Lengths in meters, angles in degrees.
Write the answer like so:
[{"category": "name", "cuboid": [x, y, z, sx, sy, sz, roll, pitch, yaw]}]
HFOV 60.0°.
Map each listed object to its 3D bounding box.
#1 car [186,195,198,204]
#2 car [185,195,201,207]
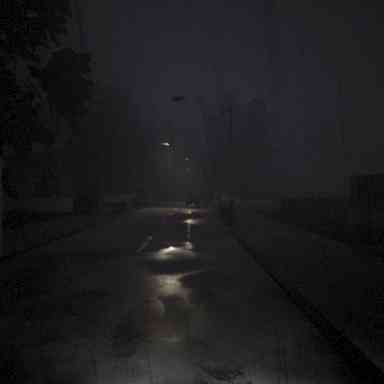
[{"category": "car", "cuboid": [-0.004, 1.203, 55.806, 2.033, 1.411, 5.357, 0, 0, 0]}, {"category": "car", "cuboid": [0.097, 1.224, 45.461, 1.837, 1.490, 4.892, 0, 0, 0]}]
